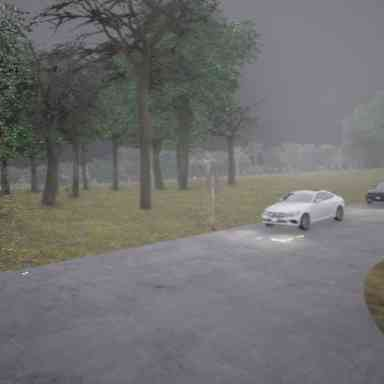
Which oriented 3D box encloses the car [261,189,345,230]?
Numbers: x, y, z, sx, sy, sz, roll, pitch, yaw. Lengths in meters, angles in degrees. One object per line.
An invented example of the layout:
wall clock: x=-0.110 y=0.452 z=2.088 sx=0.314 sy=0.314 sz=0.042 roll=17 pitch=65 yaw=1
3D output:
car: x=4.949 y=0.647 z=14.473 sx=4.674 sy=1.442 sz=1.812 roll=-5 pitch=4 yaw=-41

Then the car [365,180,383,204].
car: x=12.709 y=-0.109 z=20.852 sx=5.008 sy=1.535 sz=1.882 roll=-5 pitch=4 yaw=-39
